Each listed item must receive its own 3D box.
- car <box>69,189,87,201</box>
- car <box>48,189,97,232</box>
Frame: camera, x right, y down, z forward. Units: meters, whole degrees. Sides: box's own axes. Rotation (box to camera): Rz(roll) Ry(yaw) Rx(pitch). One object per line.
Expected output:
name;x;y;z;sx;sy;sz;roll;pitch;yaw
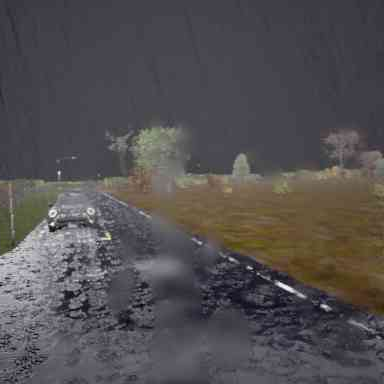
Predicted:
car;-14.132;0.307;41.319;1.895;1.301;4.718;-3;3;-18
car;-5.930;0.849;16.635;2.097;1.767;4.553;-3;3;-18
